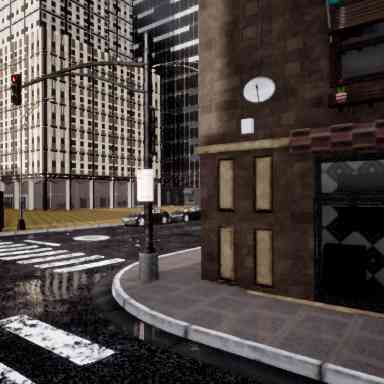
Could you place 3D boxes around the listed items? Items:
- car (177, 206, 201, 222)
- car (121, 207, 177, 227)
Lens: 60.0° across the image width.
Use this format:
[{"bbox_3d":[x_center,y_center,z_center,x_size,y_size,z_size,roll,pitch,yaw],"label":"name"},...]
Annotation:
[{"bbox_3d":[-0.356,1.975,30.488,2.008,1.369,4.403,-2,-2,35],"label":"car"},{"bbox_3d":[-3.555,1.894,25.929,2.008,1.369,4.403,-2,-2,35],"label":"car"}]
